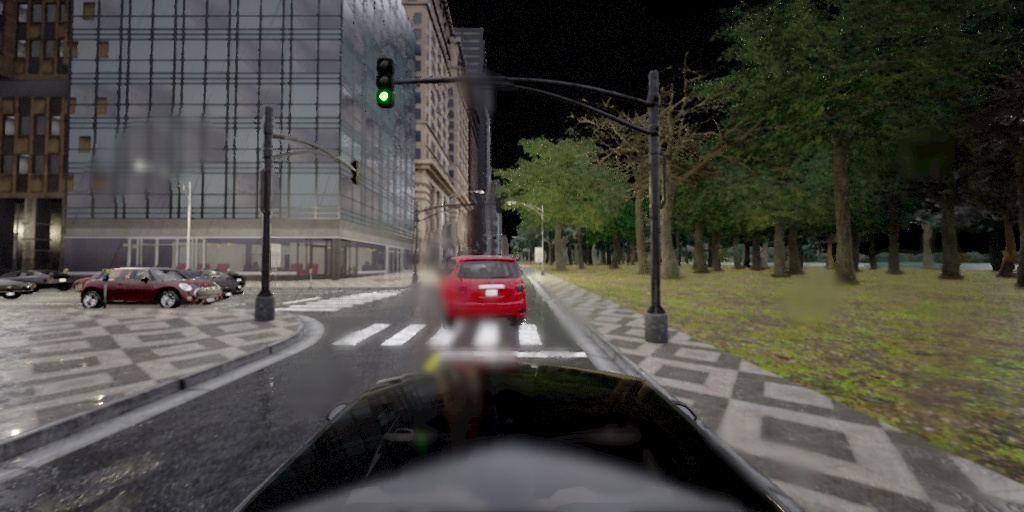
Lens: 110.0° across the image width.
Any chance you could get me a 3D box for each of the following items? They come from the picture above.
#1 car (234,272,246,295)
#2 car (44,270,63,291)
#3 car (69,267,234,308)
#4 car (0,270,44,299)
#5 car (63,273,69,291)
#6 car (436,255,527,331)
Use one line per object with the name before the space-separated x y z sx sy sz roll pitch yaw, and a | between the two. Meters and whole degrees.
car | -15.385 1.339 16.409 5.357 1.411 2.033 0 -2 6
car | -29.928 1.535 22.211 4.313 1.339 1.948 0 0 0
car | -13.514 1.149 13.668 4.097 1.591 1.967 0 0 -1
car | -25.540 1.342 16.370 5.357 1.411 2.033 0 -2 0
car | -24.442 1.548 22.204 4.207 1.307 1.802 0 0 0
car | -1.161 0.997 11.522 2.150 2.045 5.566 1 0 -14
